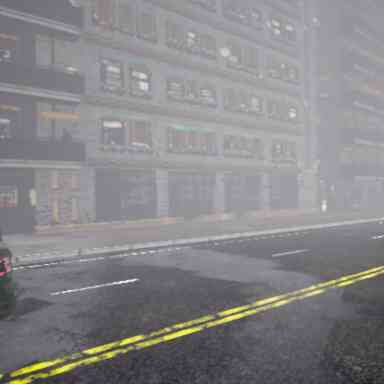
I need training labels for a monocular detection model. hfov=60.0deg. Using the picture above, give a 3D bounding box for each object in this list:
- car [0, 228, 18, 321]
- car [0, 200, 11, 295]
[{"bbox_3d":[-5.214,1.241,3.972,5.566,2.045,2.150,0,0,-35],"label":"car"},{"bbox_3d":[-6.946,1.245,6.727,5.566,2.045,2.150,0,0,-35],"label":"car"}]
